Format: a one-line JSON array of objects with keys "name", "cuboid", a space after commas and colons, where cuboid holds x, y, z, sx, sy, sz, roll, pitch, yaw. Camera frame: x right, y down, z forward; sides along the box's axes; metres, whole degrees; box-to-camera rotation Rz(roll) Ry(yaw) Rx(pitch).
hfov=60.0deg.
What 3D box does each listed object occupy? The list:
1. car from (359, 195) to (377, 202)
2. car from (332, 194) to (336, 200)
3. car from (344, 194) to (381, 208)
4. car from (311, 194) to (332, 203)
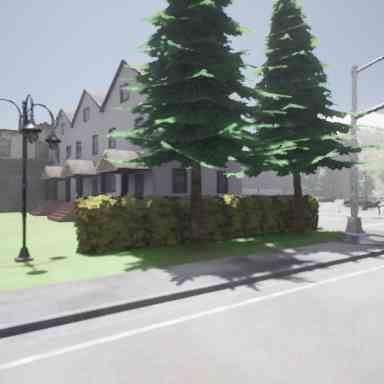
[{"name": "car", "cuboid": [44.056, 1.632, 83.255, 1.845, 1.501, 3.633, 0, 0, -36]}, {"name": "car", "cuboid": [28.912, 1.298, 72.486, 1.932, 1.855, 4.605, 0, 0, -36]}, {"name": "car", "cuboid": [24.061, 1.241, 47.029, 1.932, 1.855, 4.605, 0, 0, -36]}, {"name": "car", "cuboid": [26.798, 1.269, 70.450, 1.905, 1.878, 3.866, 0, 0, -36]}]
